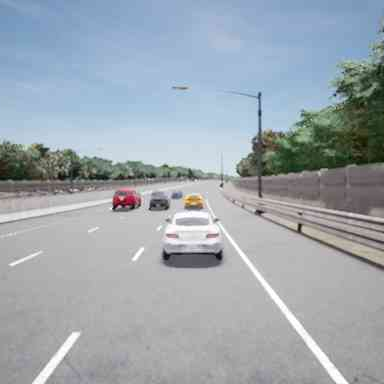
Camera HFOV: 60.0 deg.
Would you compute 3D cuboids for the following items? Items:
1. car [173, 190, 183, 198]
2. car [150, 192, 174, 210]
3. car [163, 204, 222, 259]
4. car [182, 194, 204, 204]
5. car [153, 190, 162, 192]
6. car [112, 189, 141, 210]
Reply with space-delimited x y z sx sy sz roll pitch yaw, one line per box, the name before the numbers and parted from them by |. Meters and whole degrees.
car | -2.618 0.343 59.790 2.033 1.411 5.357 0 2 2
car | -3.296 1.013 34.907 1.837 1.490 4.892 0 1 1
car | 0.017 1.371 11.730 1.812 1.442 4.674 0 1 0
car | 0.233 0.935 36.453 1.882 1.535 5.008 0 1 1
car | -6.150 0.388 59.014 2.033 1.411 5.357 0 2 2
car | -6.802 0.743 35.138 2.150 2.045 5.566 0 1 1
